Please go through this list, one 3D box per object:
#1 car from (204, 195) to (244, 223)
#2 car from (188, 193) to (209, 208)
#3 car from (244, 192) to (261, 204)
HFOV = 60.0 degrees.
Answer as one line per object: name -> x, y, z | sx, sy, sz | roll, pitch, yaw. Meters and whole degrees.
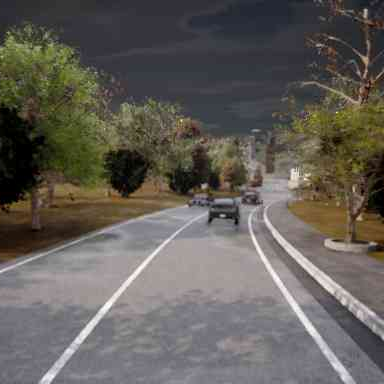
car -> 2.185, 1.085, 21.600 | 1.837, 1.490, 4.892 | 1, 1, 10
car -> 0.963, 0.845, 33.234 | 1.994, 1.385, 4.181 | 2, 2, 15
car -> 7.544, 0.720, 42.138 | 1.837, 1.490, 4.892 | 2, 1, 19
